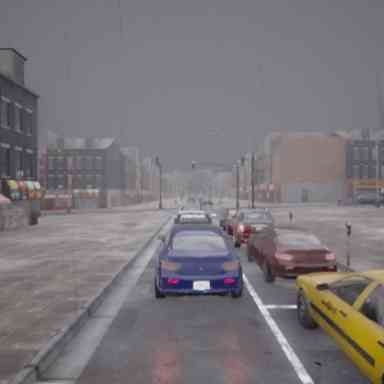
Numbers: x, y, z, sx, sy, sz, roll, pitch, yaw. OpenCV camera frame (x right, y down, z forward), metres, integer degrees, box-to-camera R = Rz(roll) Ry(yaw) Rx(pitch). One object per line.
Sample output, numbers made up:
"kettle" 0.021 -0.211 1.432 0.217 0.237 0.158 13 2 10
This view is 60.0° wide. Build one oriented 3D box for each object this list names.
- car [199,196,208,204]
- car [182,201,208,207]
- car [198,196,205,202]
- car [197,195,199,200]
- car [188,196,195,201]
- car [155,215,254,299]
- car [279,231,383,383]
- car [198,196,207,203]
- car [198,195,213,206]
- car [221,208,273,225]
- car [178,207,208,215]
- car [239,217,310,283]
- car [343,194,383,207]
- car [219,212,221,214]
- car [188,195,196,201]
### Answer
"car" 2.512 1.698 73.890 1.967 1.590 4.097 -1 0 0
"car" -0.014 1.641 25.928 1.895 1.301 4.718 0 0 0
"car" 2.486 1.888 90.266 1.752 1.417 4.829 -1 0 0
"car" 2.529 1.512 63.085 2.192 1.841 5.009 -1 0 0
"car" -0.148 1.738 93.155 1.812 1.442 4.674 0 0 0
"car" 0.093 1.533 8.340 1.812 1.442 4.674 0 0 -2
"car" 2.629 1.528 4.109 1.752 1.417 4.829 0 0 0
"car" 2.503 1.731 79.292 1.967 1.590 4.097 -1 0 0
"car" 2.539 1.608 57.683 1.967 1.590 4.097 -1 0 0
"car" 2.611 1.457 14.873 1.967 1.590 4.097 0 0 0
"car" 0.061 1.619 15.837 1.895 1.301 4.718 0 0 0
"car" 2.621 1.591 9.407 1.802 1.307 4.206 0 0 0
"car" 21.043 0.992 40.892 4.674 1.442 1.812 -2 0 0
"car" 2.603 1.609 20.340 1.802 1.307 4.206 0 0 0
"car" -0.131 1.804 82.734 1.837 1.490 4.892 0 0 0
